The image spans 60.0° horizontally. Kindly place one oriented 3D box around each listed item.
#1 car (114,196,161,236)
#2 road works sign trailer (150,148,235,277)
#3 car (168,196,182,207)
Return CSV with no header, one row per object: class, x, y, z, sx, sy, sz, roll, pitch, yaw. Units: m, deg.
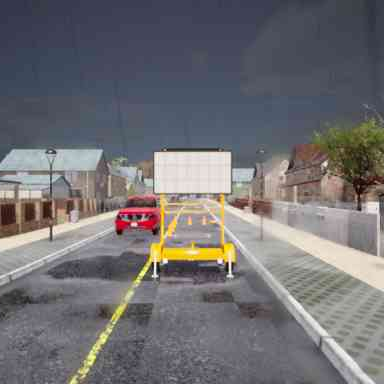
car,-2.831,1.240,19.058,2.150,2.045,5.566,0,0,0
road works sign trailer,0.023,0.471,10.208,2.380,3.560,2.880,0,0,0
car,-2.699,1.474,53.937,2.097,1.767,4.553,0,0,0
